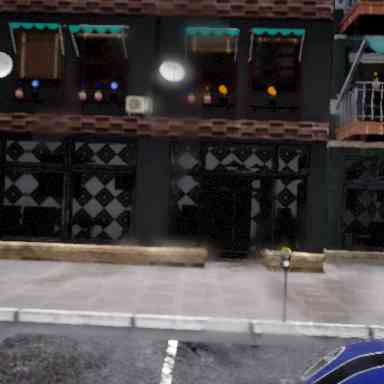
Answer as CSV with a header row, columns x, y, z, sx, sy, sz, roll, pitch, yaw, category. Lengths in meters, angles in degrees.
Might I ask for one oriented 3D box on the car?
x,y,z,sx,sy,sz,roll,pitch,yaw,category
2.948,1.504,1.956,4.553,1.767,2.097,2,-1,1,car
